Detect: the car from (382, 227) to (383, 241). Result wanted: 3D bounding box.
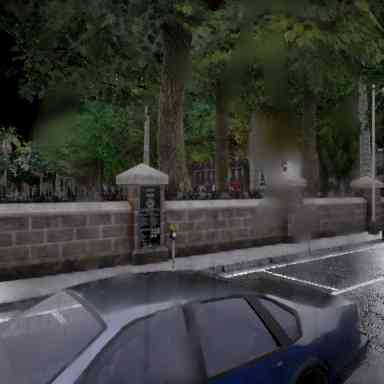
[{"bbox_3d":[9.786,1.310,13.538,5.009,1.841,2.192,0,0,-36],"label":"car"}]

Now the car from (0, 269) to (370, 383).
[{"bbox_3d":[-0.497,1.547,3.026,5.357,1.411,2.033,0,0,-36],"label":"car"}]
